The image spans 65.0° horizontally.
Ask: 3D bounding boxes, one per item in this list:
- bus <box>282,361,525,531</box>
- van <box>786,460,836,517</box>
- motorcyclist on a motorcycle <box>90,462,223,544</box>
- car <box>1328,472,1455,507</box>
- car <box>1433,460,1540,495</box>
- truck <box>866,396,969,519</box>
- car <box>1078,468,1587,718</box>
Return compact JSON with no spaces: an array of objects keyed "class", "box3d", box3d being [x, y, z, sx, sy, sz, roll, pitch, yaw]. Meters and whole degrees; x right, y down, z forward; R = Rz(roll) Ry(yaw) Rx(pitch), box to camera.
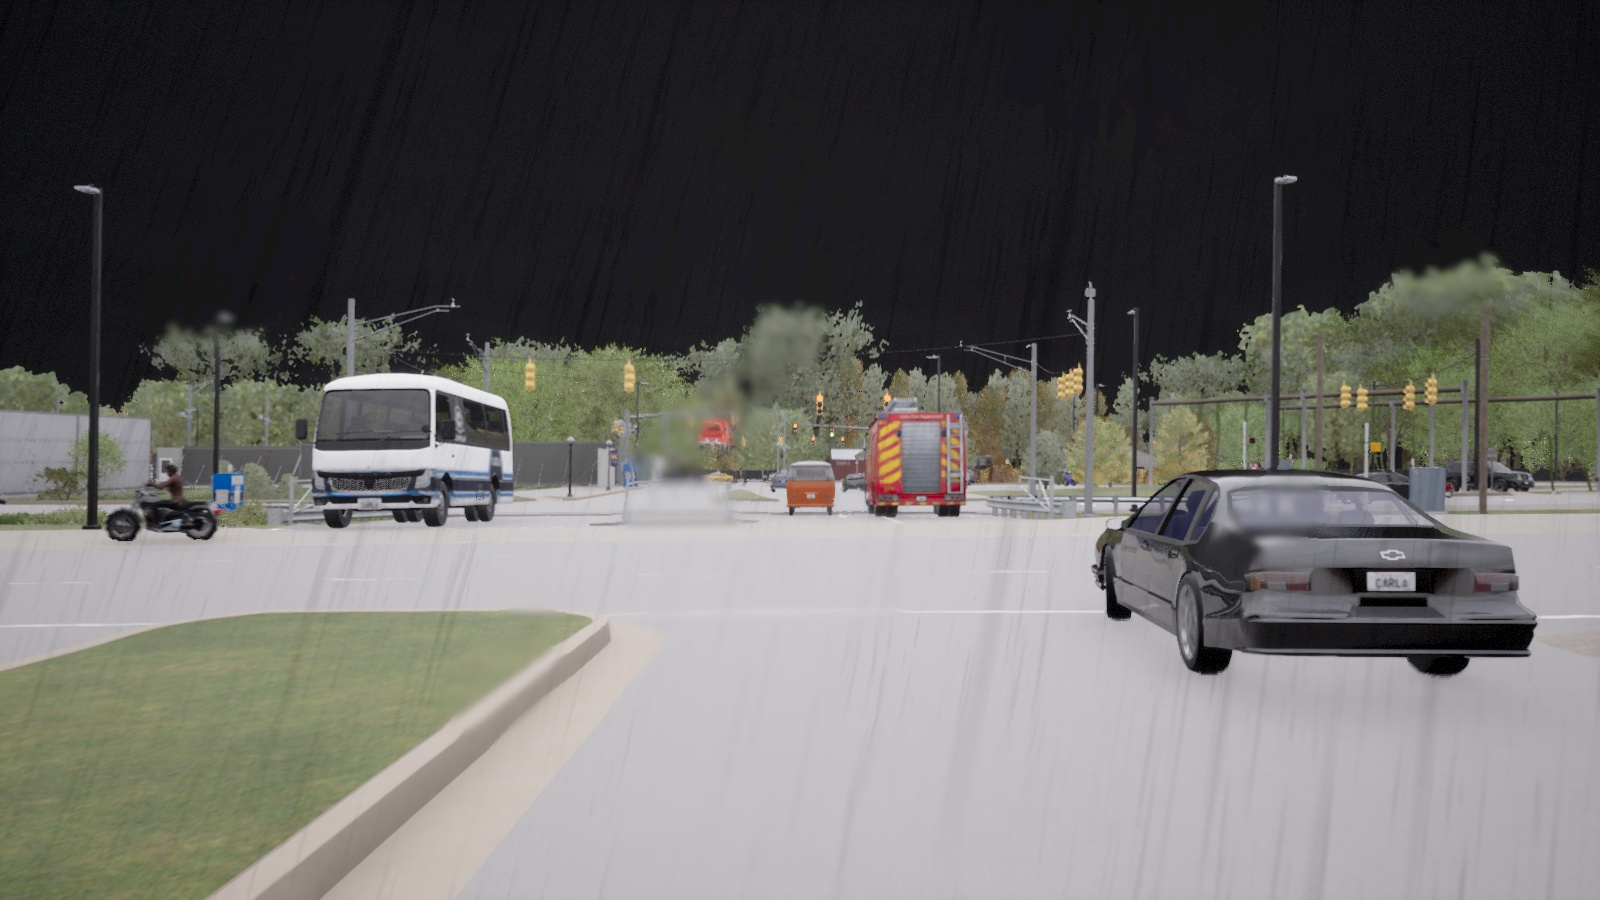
[{"class":"bus","box3d":[-11.177,0.046,36.953,3.944,4.253,10.273,-1,-2,-1]},{"class":"van","box3d":[0.430,1.385,46.876,1.775,1.987,4.442,0,0,1]},{"class":"motorcyclist on a motorcycle","box3d":[-13.349,1.087,26.093,2.350,1.649,0.766,-1,0,1]},{"class":"car","box3d":[26.751,1.785,56.913,4.892,1.490,1.837,-1,0,0]},{"class":"car","box3d":[42.029,1.733,77.033,2.150,2.045,5.566,1,-2,-24]},{"class":"truck","box3d":[3.905,0.376,43.658,2.891,3.827,8.468,0,-2,1]},{"class":"car","box3d":[3.653,0.856,9.928,2.033,1.411,5.357,0,-1,4]}]
